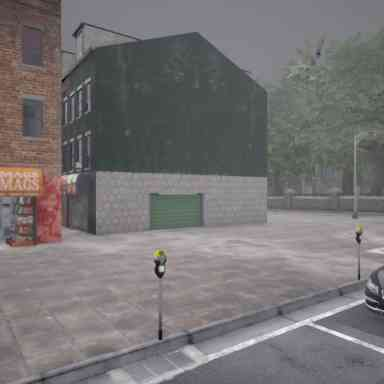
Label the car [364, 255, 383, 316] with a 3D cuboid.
[{"bbox_3d":[5.046,1.551,6.424,4.403,1.369,2.008,0,0,-36],"label":"car"}]
